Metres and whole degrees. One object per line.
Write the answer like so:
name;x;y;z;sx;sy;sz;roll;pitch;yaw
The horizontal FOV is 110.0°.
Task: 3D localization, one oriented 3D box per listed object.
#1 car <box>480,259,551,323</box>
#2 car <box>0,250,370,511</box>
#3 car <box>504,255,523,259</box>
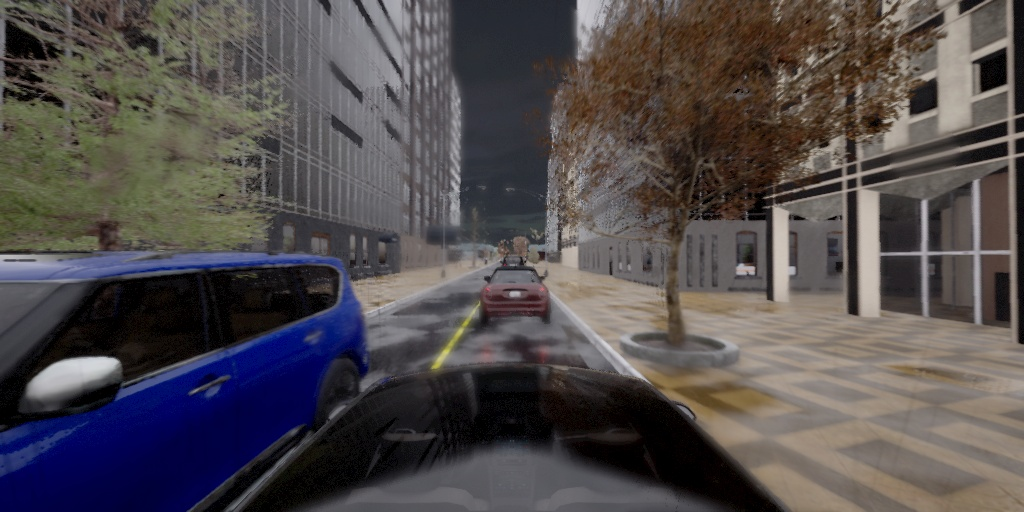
car;0.104;1.102;12.288;2.097;1.767;4.553;0;0;0
car;-2.838;0.971;2.253;2.150;2.045;5.566;0;0;0
car;0.112;0.975;31.834;2.150;2.045;5.566;0;0;0
